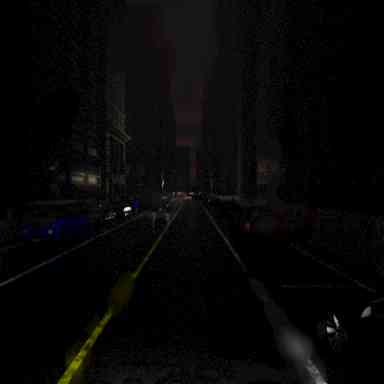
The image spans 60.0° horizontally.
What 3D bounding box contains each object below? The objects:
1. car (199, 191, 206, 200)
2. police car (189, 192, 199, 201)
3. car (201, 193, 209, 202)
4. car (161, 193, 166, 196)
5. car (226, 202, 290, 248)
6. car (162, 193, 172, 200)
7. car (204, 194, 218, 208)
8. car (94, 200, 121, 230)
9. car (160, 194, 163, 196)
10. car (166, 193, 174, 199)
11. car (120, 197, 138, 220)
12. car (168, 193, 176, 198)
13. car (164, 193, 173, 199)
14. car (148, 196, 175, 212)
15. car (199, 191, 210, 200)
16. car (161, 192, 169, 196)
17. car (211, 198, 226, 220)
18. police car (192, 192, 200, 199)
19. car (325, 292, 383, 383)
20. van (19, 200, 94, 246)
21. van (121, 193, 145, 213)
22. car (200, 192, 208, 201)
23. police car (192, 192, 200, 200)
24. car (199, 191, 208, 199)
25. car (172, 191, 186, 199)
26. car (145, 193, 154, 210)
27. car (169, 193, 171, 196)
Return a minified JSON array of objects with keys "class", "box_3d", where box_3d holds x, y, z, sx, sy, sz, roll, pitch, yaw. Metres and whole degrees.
[{"class":"car","box_3d":[2.800,0.997,65.006,1.967,1.590,4.097,0,0,0]},{"class":"police car","box_3d":[0.942,0.974,66.370,1.930,1.638,5.238,0,0,0]},{"class":"car","box_3d":[2.794,1.211,53.734,1.802,1.307,4.206,0,0,0]},{"class":"car","box_3d":[-5.731,1.195,53.734,1.947,1.339,4.313,0,0,0]},{"class":"car","box_3d":[2.769,1.337,14.279,1.967,1.590,4.097,0,0,0]},{"class":"car","box_3d":[-5.718,1.014,76.109,1.752,1.417,4.829,0,0,0]},{"class":"car","box_3d":[2.787,1.287,42.461,1.802,1.307,4.206,0,0,0]},{"class":"car","box_3d":[-5.752,1.384,19.745,1.752,1.417,4.829,0,0,0]},{"class":"car","box_3d":[-5.734,1.233,48.097,1.947,1.339,4.313,0,0,0]},{"class":"car","box_3d":[-5.710,0.987,87.553,1.947,1.339,4.313,0,0,0]},{"class":"car","box_3d":[-5.749,1.369,25.551,2.008,1.369,4.403,0,0,0]},{"class":"car","box_3d":[-5.707,0.955,93.189,1.947,1.339,4.313,0,0,0]},{"class":"car","box_3d":[-5.714,1.036,81.917,1.802,1.307,4.206,0,0,0]},{"class":"car","box_3d":[-3.075,1.358,34.625,1.895,1.301,4.718,0,0,0]},{"class":"car","box_3d":[2.806,0.802,76.276,2.192,1.841,5.009,0,0,0]},{"class":"car","box_3d":[-5.728,1.143,59.370,2.008,1.369,4.403,0,0,0]},{"class":"car","box_3d":[2.776,1.385,25.552,1.947,1.339,4.313,0,0,0]},{"class":"police car","box_3d":[0.920,0.876,82.370,1.930,1.638,5.238,0,0,0]},{"class":"car","box_3d":[2.763,1.543,3.009,1.947,1.339,4.313,0,0,0]},{"class":"van","box_3d":[-5.756,1.238,14.277,1.690,1.788,3.998,0,0,0]},{"class":"van","box_3d":[-5.746,1.122,31.186,1.690,1.788,3.998,0,0,0]},{"class":"car","box_3d":[2.797,1.175,59.371,1.802,1.307,4.206,0,0,0]},{"class":"police car","box_3d":[0.917,0.912,76.370,1.930,1.638,5.238,0,0,0]},{"class":"car","box_3d":[2.810,0.769,81.912,2.192,1.841,5.009,0,0,0]},{"class":"car","box_3d":[-2.952,0.857,75.996,2.128,1.511,4.902,0,0,0]},{"class":"car","box_3d":[-5.742,1.183,36.823,1.967,1.590,4.097,0,0,0]},{"class":"car","box_3d":[-5.724,1.139,65.007,1.802,1.307,4.206,0,0,0]}]
